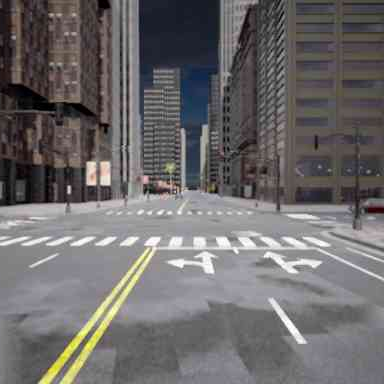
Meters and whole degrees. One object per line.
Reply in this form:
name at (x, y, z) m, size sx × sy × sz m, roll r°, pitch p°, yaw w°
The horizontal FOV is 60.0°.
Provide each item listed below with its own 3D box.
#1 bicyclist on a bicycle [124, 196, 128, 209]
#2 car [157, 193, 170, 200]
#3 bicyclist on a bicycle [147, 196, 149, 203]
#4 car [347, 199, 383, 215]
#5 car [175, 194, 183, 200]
bicyclist on a bicycle at (-8.604, 1.346, 43.249) m, size 0.659 × 1.776 × 1.843 m, roll 0°, pitch 0°, yaw 0°
car at (-6.239, 0.940, 77.716) m, size 2.097 × 1.767 × 4.553 m, roll 0°, pitch 0°, yaw 0°
bicyclist on a bicycle at (-8.533, 1.423, 64.656) m, size 0.582 × 1.620 × 1.656 m, roll 0°, pitch 0°, yaw 0°
car at (16.784, 1.331, 31.129) m, size 4.097 × 1.590 × 1.967 m, roll 0°, pitch 1°, yaw 1°
car at (-2.989, 1.124, 77.675) m, size 2.033 × 1.411 × 5.357 m, roll 0°, pitch 0°, yaw 0°
